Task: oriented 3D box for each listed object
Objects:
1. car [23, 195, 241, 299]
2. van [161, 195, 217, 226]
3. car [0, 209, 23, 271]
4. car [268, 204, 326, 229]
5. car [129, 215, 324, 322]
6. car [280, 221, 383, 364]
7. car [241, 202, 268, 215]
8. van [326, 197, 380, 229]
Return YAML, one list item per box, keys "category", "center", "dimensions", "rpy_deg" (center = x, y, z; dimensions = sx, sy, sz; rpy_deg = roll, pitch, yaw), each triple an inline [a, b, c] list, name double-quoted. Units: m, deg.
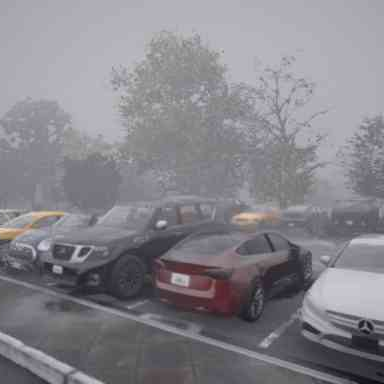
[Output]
- category: "car"
  center: [-1.134, 1.230, 9.037]
  dimensions: [2.435, 2.045, 5.566]
  rpy_deg: [0, 0, 36]
- category: "van"
  center: [-0.142, 1.271, 24.576]
  dimensions: [1.878, 1.987, 4.442]
  rpy_deg: [0, 0, 36]
- category: "car"
  center: [-3.356, 1.355, 10.695]
  dimensions: [2.185, 1.767, 4.553]
  rpy_deg: [0, 0, 36]
- category: "car"
  center: [6.647, 1.482, 19.580]
  dimensions: [2.231, 1.521, 4.892]
  rpy_deg: [0, 0, 36]
- category: "car"
  center: [1.159, 1.513, 7.471]
  dimensions: [2.163, 1.488, 4.792]
  rpy_deg: [0, 0, 36]
- category: "car"
  center: [3.403, 1.527, 5.837]
  dimensions: [2.002, 1.452, 4.674]
  rpy_deg: [0, 0, 36]
- category: "car"
  center: [4.290, 1.477, 21.042]
  dimensions: [1.946, 1.575, 5.366]
  rpy_deg: [0, 0, 36]
- category: "van"
  center: [8.974, 1.258, 18.070]
  dimensions: [1.878, 1.987, 4.442]
  rpy_deg: [0, 0, 36]
